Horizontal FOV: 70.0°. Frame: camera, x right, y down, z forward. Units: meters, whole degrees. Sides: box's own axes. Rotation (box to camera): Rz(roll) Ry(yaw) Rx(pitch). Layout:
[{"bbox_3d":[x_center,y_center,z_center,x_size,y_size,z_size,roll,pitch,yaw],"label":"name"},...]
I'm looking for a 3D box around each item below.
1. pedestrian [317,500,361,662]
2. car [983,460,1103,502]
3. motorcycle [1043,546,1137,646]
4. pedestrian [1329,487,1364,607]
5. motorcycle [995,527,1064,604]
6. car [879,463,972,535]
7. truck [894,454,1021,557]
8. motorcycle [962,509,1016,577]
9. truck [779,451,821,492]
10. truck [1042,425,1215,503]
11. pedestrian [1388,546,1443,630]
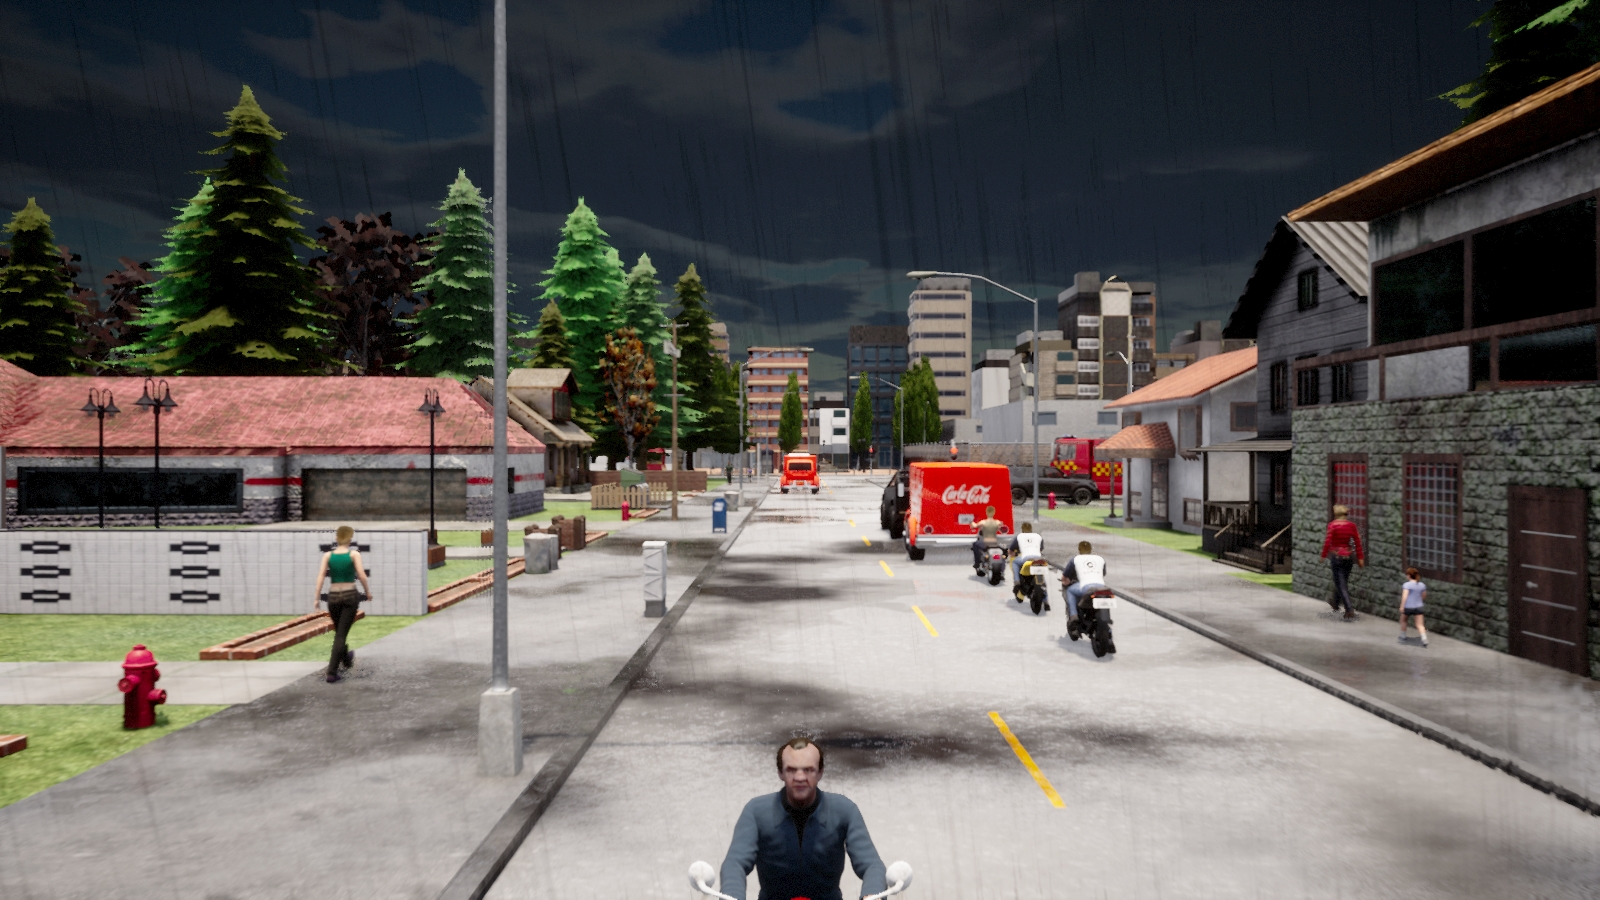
[{"bbox_3d":[-5.399,1.522,13.389,0.375,1.860,0.375,0,0,-3],"label":"pedestrian"},{"bbox_3d":[12.258,1.556,57.827,5.566,2.045,2.150,0,0,-3],"label":"car"},{"bbox_3d":[4.005,1.992,15.952,0.803,1.145,2.033,0,0,0],"label":"motorcycle"},{"bbox_3d":[8.607,1.522,17.991,0.375,1.860,0.375,0,0,2],"label":"pedestrian"},{"bbox_3d":[4.004,1.992,20.068,0.803,1.145,2.033,0,0,0],"label":"motorcycle"},{"bbox_3d":[4.004,1.531,37.670,2.390,2.098,6.274,0,0,0],"label":"car"},{"bbox_3d":[4.010,1.346,30.116,2.627,2.467,5.204,0,0,0],"label":"truck"},{"bbox_3d":[4.007,1.948,24.405,0.764,1.277,2.356,0,0,0],"label":"motorcycle"},{"bbox_3d":[0.005,1.354,72.846,2.627,2.467,5.204,0,-1,0],"label":"truck"},{"bbox_3d":[17.592,0.676,61.366,8.468,3.827,2.891,2,0,27],"label":"truck"},{"bbox_3d":[8.515,1.903,15.821,0.500,1.100,0.500,0,0,2],"label":"pedestrian"}]
